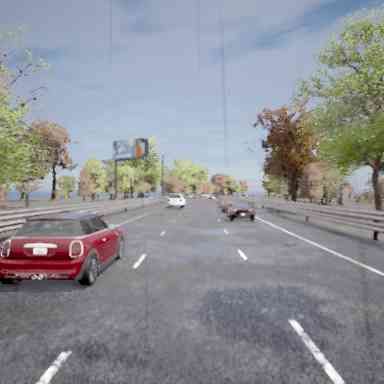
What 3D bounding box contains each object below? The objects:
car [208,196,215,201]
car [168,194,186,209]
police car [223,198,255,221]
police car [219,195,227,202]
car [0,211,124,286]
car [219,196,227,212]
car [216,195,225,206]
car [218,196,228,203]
[{"bbox_3d":[5.512,1.755,94.023,1.895,1.301,4.718,0,0,7],"label":"car"},{"bbox_3d":[-2.122,1.257,47.067,2.150,2.045,5.566,0,0,4],"label":"car"},{"bbox_3d":[3.930,1.538,27.453,2.038,1.542,4.974,0,0,2],"label":"police car"},{"bbox_3d":[7.672,1.567,81.812,1.930,1.638,5.238,0,0,6],"label":"police car"},{"bbox_3d":[-3.362,1.344,9.540,2.097,1.767,4.553,0,0,1],"label":"car"},{"bbox_3d":[4.372,1.573,38.321,1.812,1.442,4.674,0,0,3],"label":"car"},{"bbox_3d":[4.973,1.520,49.408,1.801,1.575,5.366,0,0,3],"label":"car"},{"bbox_3d":[6.614,1.615,70.906,2.163,1.488,4.792,0,0,5],"label":"car"}]
